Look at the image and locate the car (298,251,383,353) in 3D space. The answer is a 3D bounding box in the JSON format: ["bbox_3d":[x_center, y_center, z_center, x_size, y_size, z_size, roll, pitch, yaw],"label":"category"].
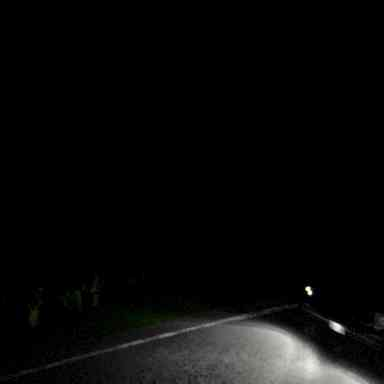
[{"bbox_3d":[4.470,1.468,5.617,5.357,1.411,2.033,0,1,-22],"label":"car"}]
